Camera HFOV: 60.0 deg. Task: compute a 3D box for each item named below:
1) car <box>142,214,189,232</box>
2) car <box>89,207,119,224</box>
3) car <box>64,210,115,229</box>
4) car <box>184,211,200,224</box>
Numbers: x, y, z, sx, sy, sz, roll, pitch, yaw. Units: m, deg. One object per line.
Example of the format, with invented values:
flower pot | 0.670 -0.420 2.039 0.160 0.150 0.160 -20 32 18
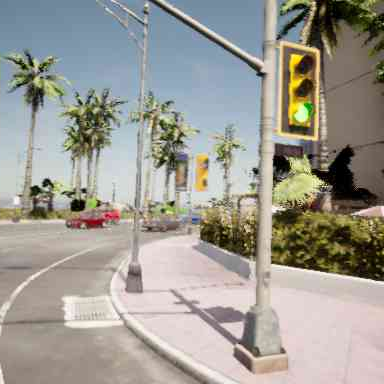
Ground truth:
car | -2.699 3.168 33.129 2.033 1.411 5.357 0 -4 33
car | -10.975 2.832 38.981 2.150 2.045 5.566 0 -4 31
car | -10.216 2.796 32.733 1.882 1.535 5.008 1 -3 25
car | -0.079 3.782 47.809 2.150 2.045 5.566 -1 -4 43
